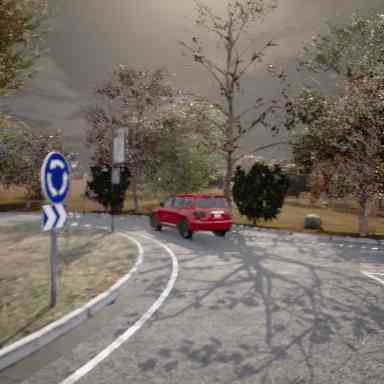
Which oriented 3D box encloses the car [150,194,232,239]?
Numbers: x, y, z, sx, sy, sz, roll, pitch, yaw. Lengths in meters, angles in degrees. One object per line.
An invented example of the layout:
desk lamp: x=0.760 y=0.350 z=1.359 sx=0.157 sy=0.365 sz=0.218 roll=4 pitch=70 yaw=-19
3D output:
car: x=-0.219 y=1.113 z=16.895 sx=2.150 sy=2.045 sz=5.566 roll=1 pitch=0 yaw=-30
